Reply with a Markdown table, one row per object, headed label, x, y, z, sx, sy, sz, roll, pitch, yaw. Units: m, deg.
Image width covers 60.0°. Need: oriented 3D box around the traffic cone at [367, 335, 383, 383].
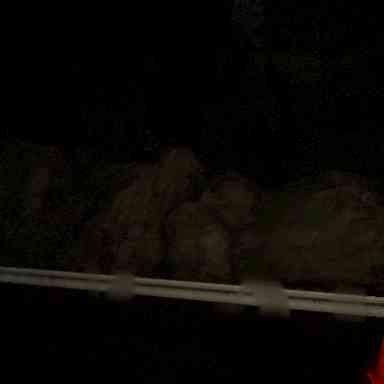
| label | x | y | z | sx | sy | sz | roll | pitch | yaw |
| --- | --- | --- | --- | --- | --- | --- | --- | --- | --- |
| traffic cone | 2.451 | 2.123 | 4.226 | 0.340 | 0.580 | 0.340 | 1 | -1 | 13 |
